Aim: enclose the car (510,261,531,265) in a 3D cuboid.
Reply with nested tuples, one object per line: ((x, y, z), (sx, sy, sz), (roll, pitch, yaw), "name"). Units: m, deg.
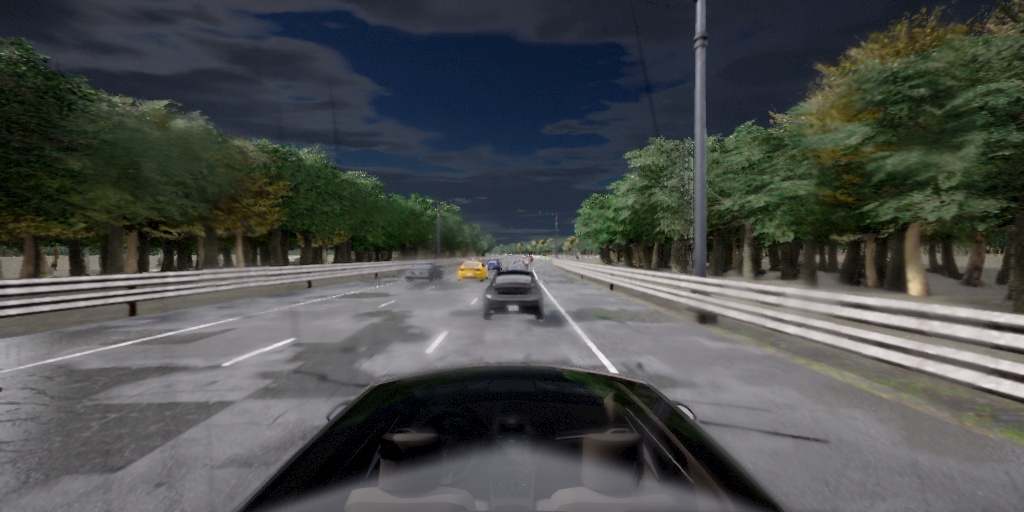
((0.400, 1.305, 29.125), (1.895, 1.301, 4.718), (0, 0, 2), "car")

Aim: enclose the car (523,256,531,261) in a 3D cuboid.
((2.074, 1.197, 65.092), (1.895, 1.301, 4.718), (0, 0, 4), "car")

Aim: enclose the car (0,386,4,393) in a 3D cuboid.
((-6.902, 1.293, 1.650), (2.033, 1.411, 5.357), (0, 0, 0), "car")

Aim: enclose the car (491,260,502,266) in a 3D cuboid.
((-2.373, 1.183, 45.947), (1.812, 1.442, 4.674), (0, 0, 3), "car")

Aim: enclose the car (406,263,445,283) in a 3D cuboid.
((-6.548, 1.248, 27.544), (2.033, 1.411, 5.357), (0, 0, 2), "car")

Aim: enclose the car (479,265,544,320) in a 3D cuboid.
((0.074, 1.242, 12.602), (1.837, 1.490, 4.892), (0, 0, 1), "car")

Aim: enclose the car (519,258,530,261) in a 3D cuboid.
((0.850, 1.239, 41.882), (1.994, 1.385, 4.181), (0, 0, 2), "car")

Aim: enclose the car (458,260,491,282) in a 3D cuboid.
((-3.007, 1.180, 28.517), (1.882, 1.535, 5.008), (0, 0, 1), "car")
